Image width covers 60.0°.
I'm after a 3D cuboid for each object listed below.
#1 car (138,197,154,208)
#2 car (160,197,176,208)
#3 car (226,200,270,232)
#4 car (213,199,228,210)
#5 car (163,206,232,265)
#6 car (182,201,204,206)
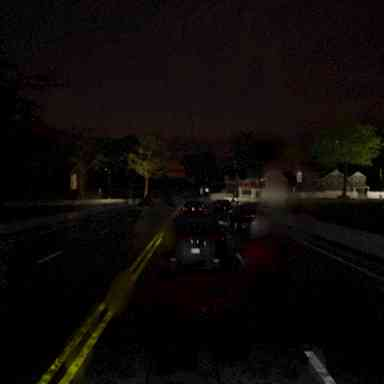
[{"bbox_3d":[-6.582,1.464,48.148,2.033,1.411,5.357,0,0,0],"label":"car"},{"bbox_3d":[-3.333,1.426,46.480,1.837,1.490,4.892,0,0,0],"label":"car"},{"bbox_3d":[3.349,1.470,19.912,1.837,1.490,4.892,0,0,0],"label":"car"},{"bbox_3d":[3.363,1.462,36.527,1.812,1.442,4.674,0,0,0],"label":"car"},{"bbox_3d":[0.097,1.457,11.581,1.882,1.535,5.008,0,0,0],"label":"car"},{"bbox_3d":[0.101,1.495,30.543,2.033,1.411,5.357,0,0,0],"label":"car"}]
